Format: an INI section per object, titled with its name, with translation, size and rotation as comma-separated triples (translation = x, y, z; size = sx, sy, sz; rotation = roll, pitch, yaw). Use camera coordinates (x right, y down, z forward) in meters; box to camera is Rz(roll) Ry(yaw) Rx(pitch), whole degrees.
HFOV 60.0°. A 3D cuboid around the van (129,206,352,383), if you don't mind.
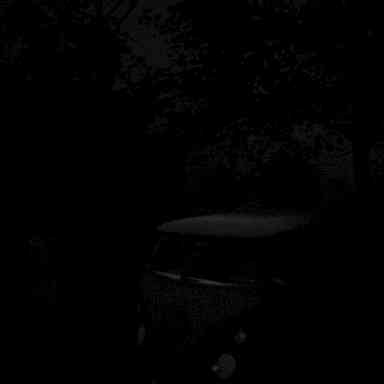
[van]
translation = 1.016, 1.260, 4.881
size = 1.878, 1.987, 4.442
rotation = 0, 0, 35
